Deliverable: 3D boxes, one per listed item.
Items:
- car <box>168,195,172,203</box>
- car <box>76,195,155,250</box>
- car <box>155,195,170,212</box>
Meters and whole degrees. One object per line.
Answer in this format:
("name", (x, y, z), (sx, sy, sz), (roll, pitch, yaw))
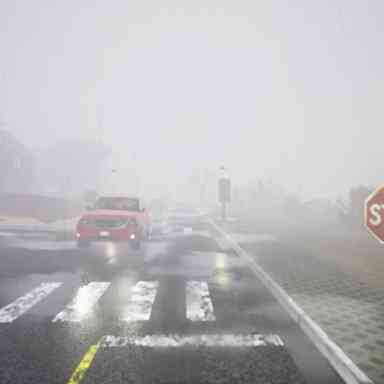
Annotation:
("car", (-4.839, 1.281, 63.040), (1.837, 1.490, 4.892), (0, 0, -2))
("car", (-2.960, 1.148, 13.705), (2.150, 2.045, 5.566), (2, -3, -2))
("car", (-3.907, 1.476, 38.549), (1.837, 1.490, 4.892), (0, 1, -2))
